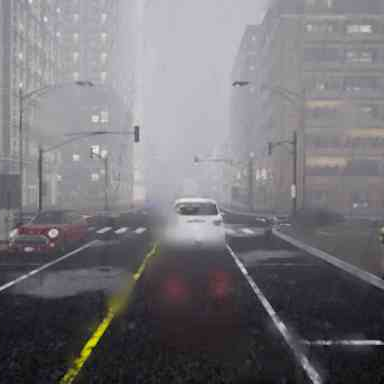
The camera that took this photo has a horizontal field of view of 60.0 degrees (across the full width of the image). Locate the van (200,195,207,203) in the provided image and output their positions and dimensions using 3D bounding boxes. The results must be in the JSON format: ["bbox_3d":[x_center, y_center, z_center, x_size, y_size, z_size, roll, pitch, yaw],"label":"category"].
[{"bbox_3d":[2.701,1.633,79.388,1.690,1.788,3.998,0,0,0],"label":"van"}]

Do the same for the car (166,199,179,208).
[{"bbox_3d":[-3.059,1.788,53.027,1.895,1.301,4.718,0,0,0],"label":"car"}]

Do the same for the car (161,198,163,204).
[{"bbox_3d":[-5.681,1.771,68.116,1.752,1.417,4.829,0,0,0],"label":"car"}]

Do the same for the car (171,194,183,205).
[{"bbox_3d":[-2.989,1.472,68.549,2.150,2.045,5.566,0,0,0],"label":"car"}]

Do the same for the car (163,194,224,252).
[{"bbox_3d":[0.080,1.270,14.254,2.150,2.045,5.566,0,0,-1],"label":"car"}]

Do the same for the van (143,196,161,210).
[{"bbox_3d":[-5.684,1.502,46.083,1.690,1.788,3.998,0,0,0],"label":"van"}]

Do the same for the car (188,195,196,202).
[{"bbox_3d":[0.015,1.645,85.583,1.882,1.535,5.008,0,0,0],"label":"car"}]

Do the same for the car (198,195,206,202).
[{"bbox_3d":[2.703,1.653,90.489,2.192,1.841,5.009,0,0,0],"label":"car"}]

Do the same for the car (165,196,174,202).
[{"bbox_3d":[-5.678,1.755,84.938,1.967,1.590,4.097,0,0,0],"label":"car"}]

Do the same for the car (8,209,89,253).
[{"bbox_3d":[-5.689,1.485,13.608,1.967,1.590,4.097,0,0,0],"label":"car"}]

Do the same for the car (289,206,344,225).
[{"bbox_3d":[10.020,1.880,26.896,4.181,1.385,1.994,1,0,-4],"label":"car"}]

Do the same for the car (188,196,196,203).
[{"bbox_3d":[0.015,1.745,75.160,1.882,1.535,5.008,0,0,0],"label":"car"}]

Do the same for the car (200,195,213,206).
[{"bbox_3d":[2.698,1.541,62.736,2.192,1.841,5.009,0,0,0],"label":"car"}]
